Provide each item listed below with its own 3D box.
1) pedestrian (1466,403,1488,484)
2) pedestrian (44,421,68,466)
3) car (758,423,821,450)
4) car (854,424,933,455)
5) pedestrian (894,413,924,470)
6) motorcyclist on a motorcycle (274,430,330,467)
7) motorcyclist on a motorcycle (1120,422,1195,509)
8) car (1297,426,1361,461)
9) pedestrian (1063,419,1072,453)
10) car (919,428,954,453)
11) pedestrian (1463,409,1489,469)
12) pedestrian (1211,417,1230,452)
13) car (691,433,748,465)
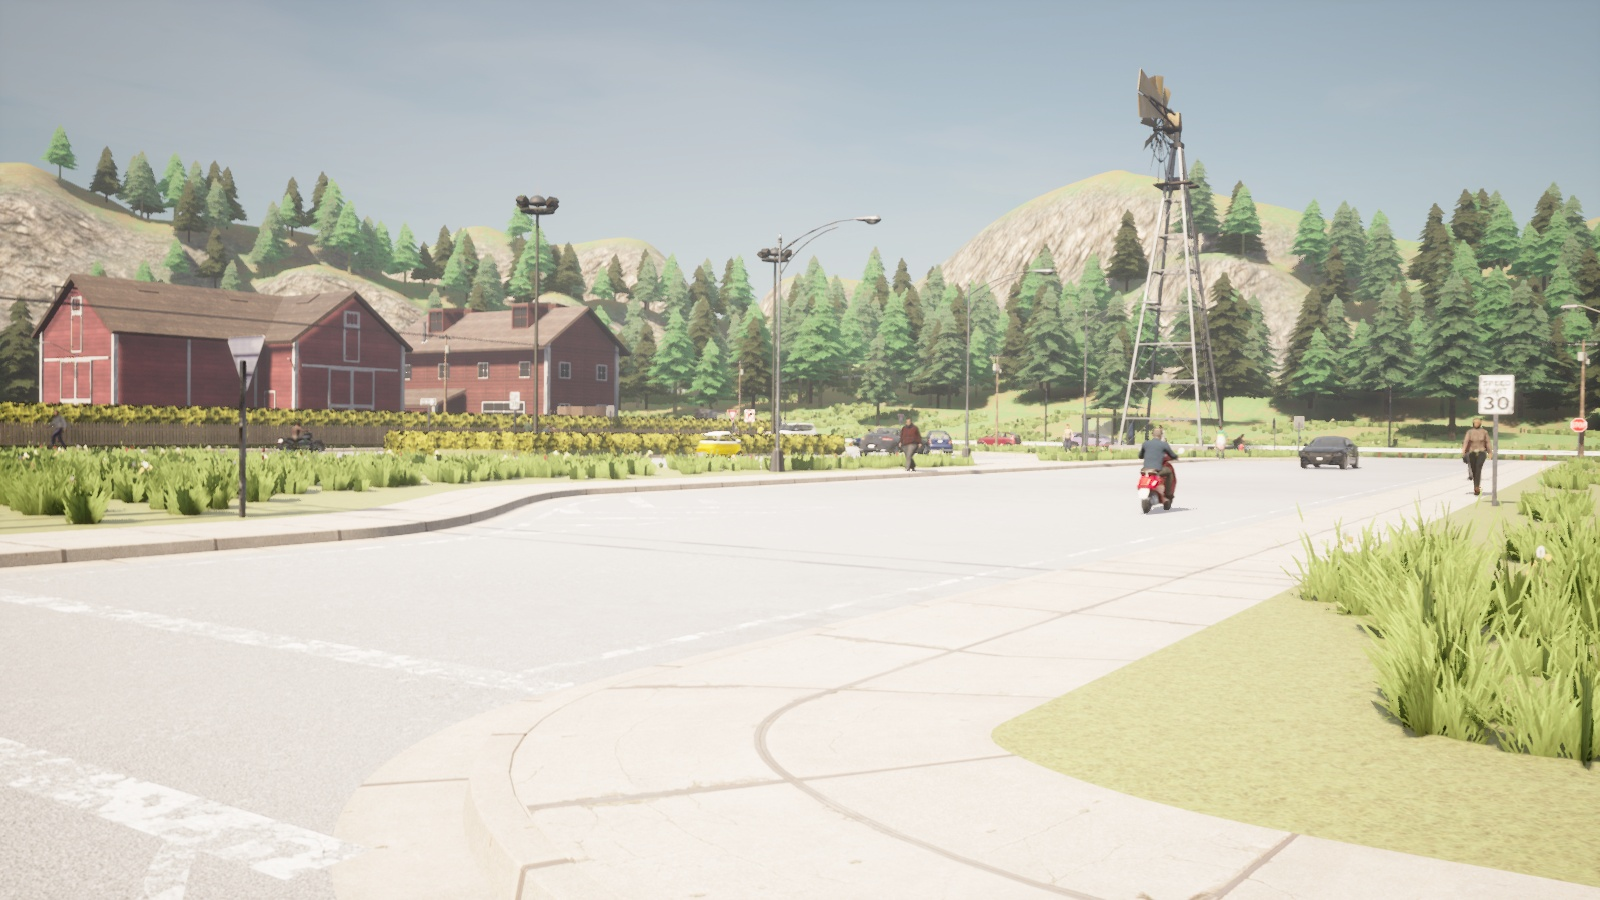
[{"bbox_3d":[15.516,-0.157,28.769,0.331,1.846,0.634,0,1,38],"label":"pedestrian"},{"bbox_3d":[-33.084,-0.296,55.874,0.423,1.949,0.788,0,1,30],"label":"pedestrian"},{"bbox_3d":[-0.797,-1.083,97.830,2.150,2.045,5.566,0,1,33],"label":"car"},{"bbox_3d":[5.220,-0.609,69.258,2.152,1.651,5.027,0,1,33],"label":"car"},{"bbox_3d":[3.556,-0.277,40.924,0.634,1.844,0.899,0,1,32],"label":"pedestrian"},{"bbox_3d":[-22.951,-0.093,57.923,0.766,1.649,2.350,0,1,33],"label":"motorcyclist on a motorcycle"},{"bbox_3d":[6.820,0.269,23.903,0.866,1.590,1.817,0,1,33],"label":"motorcyclist on a motorcycle"},{"bbox_3d":[24.303,-0.339,57.586,1.882,1.535,5.008,0,1,33],"label":"car"},{"bbox_3d":[14.653,-0.785,68.772,0.345,1.836,0.594,0,1,30],"label":"pedestrian"},{"bbox_3d":[8.642,-0.593,79.487,1.789,1.549,3.705,0,1,0],"label":"car"},{"bbox_3d":[21.207,-0.357,39.388,0.634,1.844,0.899,0,1,34],"label":"pedestrian"},{"bbox_3d":[23.824,-0.873,71.158,0.873,1.952,0.659,-1,1,-44],"label":"pedestrian"},{"bbox_3d":[-3.581,-0.072,55.919,1.481,1.376,2.207,0,1,35],"label":"car"}]
